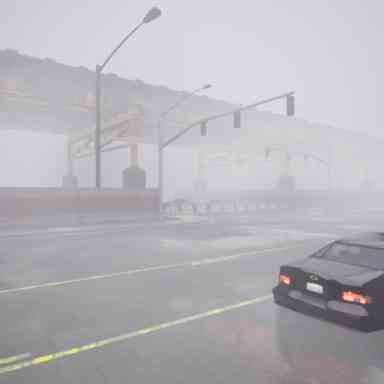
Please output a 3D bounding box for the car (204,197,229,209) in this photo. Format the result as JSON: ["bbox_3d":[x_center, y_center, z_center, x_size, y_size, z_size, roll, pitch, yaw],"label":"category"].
[{"bbox_3d":[2.906,1.276,38.757,1.853,1.218,4.536,0,0,17],"label":"car"}]

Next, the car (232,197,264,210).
[{"bbox_3d":[6.712,1.272,42.499,4.536,1.218,1.853,0,0,-8],"label":"car"}]

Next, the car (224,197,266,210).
[{"bbox_3d":[6.763,1.430,42.506,4.974,1.542,2.038,0,0,-8],"label":"car"}]

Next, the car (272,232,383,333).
[{"bbox_3d":[3.954,1.542,6.671,5.357,1.411,2.033,0,0,-36],"label":"car"}]

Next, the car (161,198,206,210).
[{"bbox_3d":[-0.879,1.280,35.991,4.536,1.218,1.853,0,0,7],"label":"car"}]

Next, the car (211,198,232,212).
[{"bbox_3d":[2.891,1.434,38.707,2.038,1.542,4.974,0,0,17],"label":"car"}]

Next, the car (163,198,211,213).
[{"bbox_3d":[-0.828,1.437,35.985,4.974,1.542,2.038,0,0,7],"label":"car"}]
